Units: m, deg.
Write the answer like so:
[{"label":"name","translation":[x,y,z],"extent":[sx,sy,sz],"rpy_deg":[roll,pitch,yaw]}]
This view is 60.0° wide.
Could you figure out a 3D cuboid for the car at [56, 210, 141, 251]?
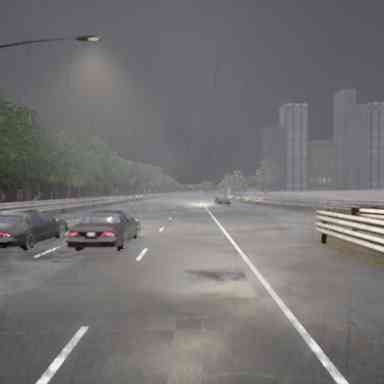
[{"label":"car","translation":[-3.391,1.462,13.685],"extent":[2.033,1.411,5.357],"rpy_deg":[0,0,0]}]

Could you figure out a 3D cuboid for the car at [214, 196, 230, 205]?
[{"label":"car","translation":[4.804,1.330,53.361],"extent":[1.994,1.385,4.181],"rpy_deg":[0,0,-5]}]

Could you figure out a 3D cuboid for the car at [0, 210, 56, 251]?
[{"label":"car","translation":[-6.891,1.462,13.648],"extent":[2.033,1.411,5.357],"rpy_deg":[0,0,0]}]
